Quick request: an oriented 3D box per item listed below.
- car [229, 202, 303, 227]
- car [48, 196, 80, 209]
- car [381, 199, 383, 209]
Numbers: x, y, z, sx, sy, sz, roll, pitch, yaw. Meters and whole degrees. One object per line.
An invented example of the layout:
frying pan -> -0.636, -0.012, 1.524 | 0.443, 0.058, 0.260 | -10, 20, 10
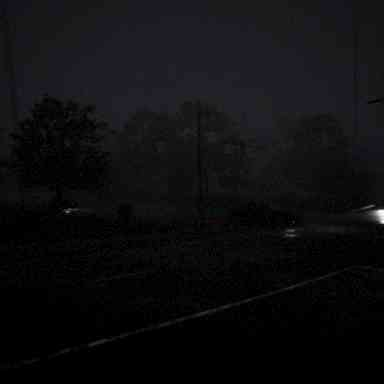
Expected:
car -> 4.922, 1.448, 22.584 | 5.008, 1.535, 1.882 | 0, 0, 39
car -> -14.879, 1.155, 38.525 | 4.181, 1.385, 1.994 | 3, 2, 39
car -> 23.088, 1.166, 38.344 | 2.128, 1.511, 4.902 | 0, 0, 38
